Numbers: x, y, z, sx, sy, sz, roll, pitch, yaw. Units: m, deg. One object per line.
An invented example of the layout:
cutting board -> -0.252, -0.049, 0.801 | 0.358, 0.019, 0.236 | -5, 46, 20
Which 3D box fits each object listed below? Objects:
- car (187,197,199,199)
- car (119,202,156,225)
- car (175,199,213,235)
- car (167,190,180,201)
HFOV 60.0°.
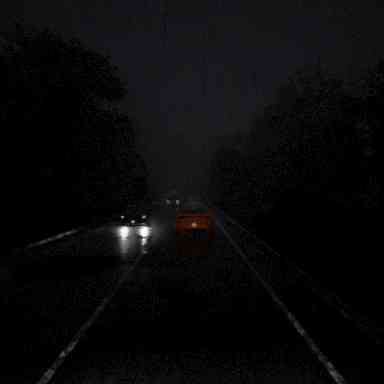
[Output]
car -> 0.112, 1.270, 33.737 | 1.812, 1.442, 4.674 | 0, 1, 0
car -> -3.592, 1.399, 22.902 | 2.033, 1.411, 5.357 | 0, 1, 0
car -> 0.107, 1.369, 18.087 | 1.882, 1.535, 5.008 | 0, 0, 0
car -> -3.497, 0.637, 63.266 | 2.150, 2.045, 5.566 | 0, 1, 1
